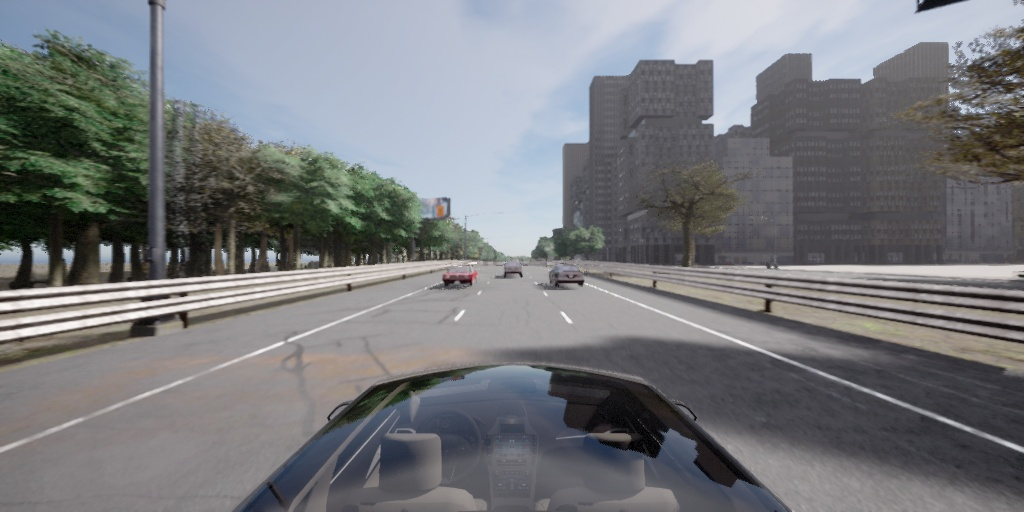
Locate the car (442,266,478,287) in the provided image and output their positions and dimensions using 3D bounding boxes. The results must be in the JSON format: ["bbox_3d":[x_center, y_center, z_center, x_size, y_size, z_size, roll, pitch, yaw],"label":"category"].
[{"bbox_3d":[-3.397,1.328,24.419,1.895,1.301,4.718,0,0,0],"label":"car"}]

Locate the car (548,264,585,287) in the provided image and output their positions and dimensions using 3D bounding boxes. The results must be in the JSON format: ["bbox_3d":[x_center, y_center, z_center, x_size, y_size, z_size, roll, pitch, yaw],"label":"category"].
[{"bbox_3d":[3.599,1.274,24.329,2.033,1.411,5.357,0,0,0],"label":"car"}]

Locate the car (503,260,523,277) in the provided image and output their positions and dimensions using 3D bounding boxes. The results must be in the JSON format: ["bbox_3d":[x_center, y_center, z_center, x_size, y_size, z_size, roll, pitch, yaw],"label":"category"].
[{"bbox_3d":[0.101,1.267,35.682,2.033,1.411,5.357,0,0,0],"label":"car"}]
